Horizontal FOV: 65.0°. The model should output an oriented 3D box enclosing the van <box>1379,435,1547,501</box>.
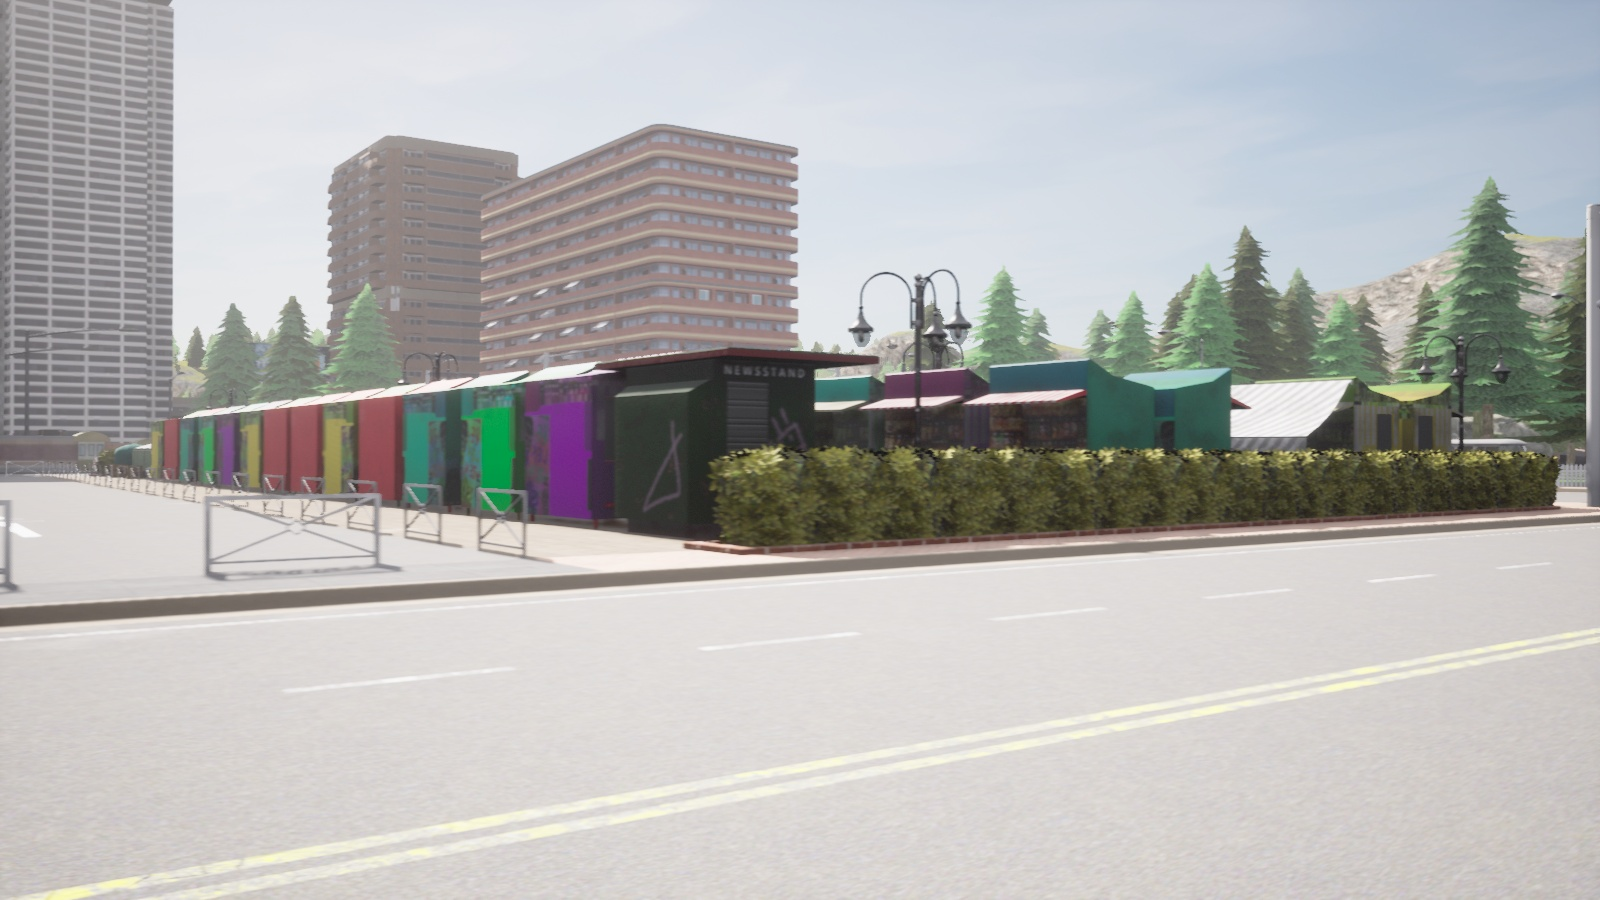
[{"bbox_3d":[21.189,0.551,40.277,1.775,1.987,4.442,0,0,-36],"label":"van"}]
